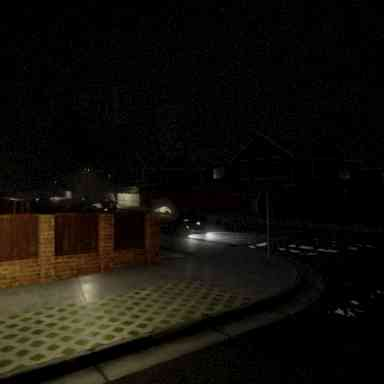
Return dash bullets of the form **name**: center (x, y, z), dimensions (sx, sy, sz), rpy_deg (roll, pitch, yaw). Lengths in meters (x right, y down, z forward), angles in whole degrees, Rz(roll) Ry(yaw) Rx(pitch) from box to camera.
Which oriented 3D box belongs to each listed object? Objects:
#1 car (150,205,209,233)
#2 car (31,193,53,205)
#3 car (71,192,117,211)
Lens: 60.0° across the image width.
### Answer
- **car**: center (-0.960, 1.441, 18.908), dimensions (1.994, 1.385, 4.181), rpy_deg (-2, 2, -41)
- **car**: center (-19.740, 0.930, 43.684), dimensions (2.097, 1.767, 4.553), rpy_deg (-2, 2, -34)
- **car**: center (-8.275, 0.996, 27.776), dimensions (2.150, 2.045, 5.566), rpy_deg (-2, 1, -38)
